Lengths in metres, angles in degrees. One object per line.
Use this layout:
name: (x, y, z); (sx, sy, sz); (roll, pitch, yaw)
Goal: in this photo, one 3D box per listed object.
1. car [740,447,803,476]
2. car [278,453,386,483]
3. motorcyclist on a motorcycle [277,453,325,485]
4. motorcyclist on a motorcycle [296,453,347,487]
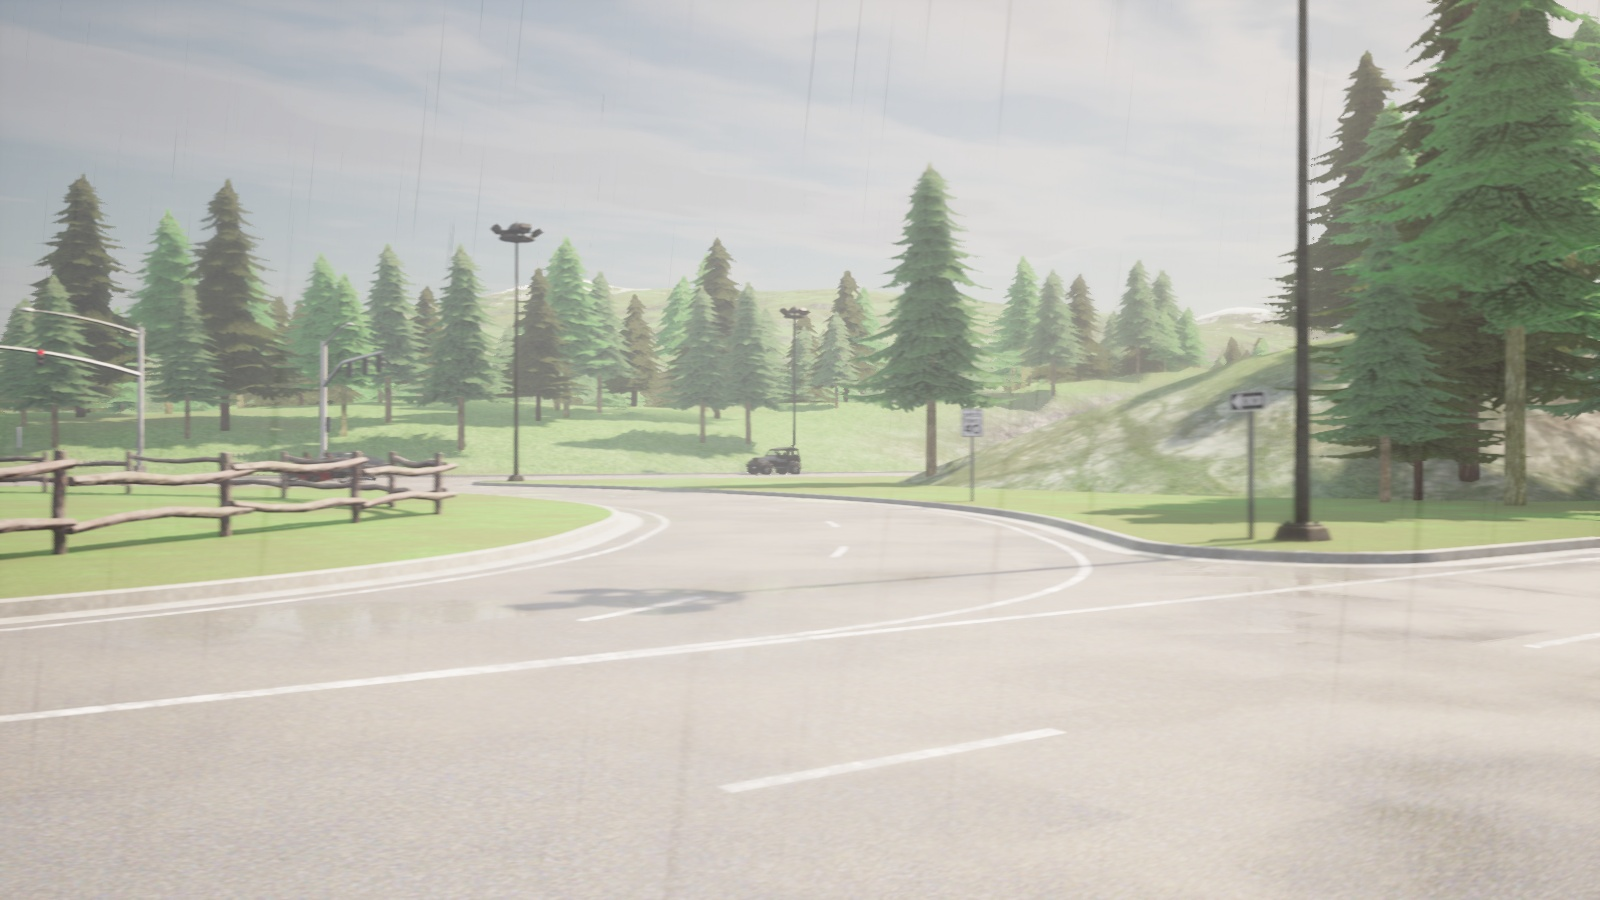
car: (-1.927, 0.751, 84.863); (3.866, 1.878, 1.905); (0, 0, -35)
car: (-24.255, 0.911, 65.173); (4.902, 1.511, 2.128); (0, 0, -35)
motorcyclist on a motorcycle: (-24.218, 0.927, 60.944); (2.044, 1.523, 0.797); (0, 0, -35)
motorcyclist on a motorcycle: (-22.138, 0.916, 58.127); (2.044, 1.523, 0.797); (0, 0, -35)
